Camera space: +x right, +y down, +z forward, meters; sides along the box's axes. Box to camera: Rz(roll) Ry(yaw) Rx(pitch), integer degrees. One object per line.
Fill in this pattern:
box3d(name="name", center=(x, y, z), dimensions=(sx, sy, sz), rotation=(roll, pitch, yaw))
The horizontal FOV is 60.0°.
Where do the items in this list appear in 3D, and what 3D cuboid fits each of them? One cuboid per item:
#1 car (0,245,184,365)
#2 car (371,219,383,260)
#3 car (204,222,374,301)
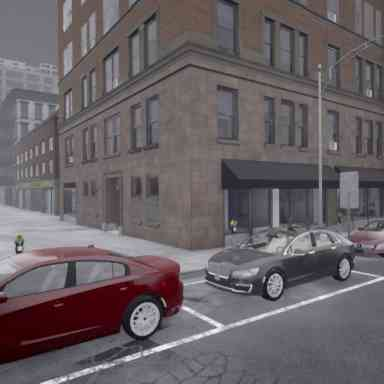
box3d(name="car", center=(-2.242, 1.544, 4.942), dimensions=(4.507, 1.381, 1.887), rotation=(0, -1, -36))
box3d(name="car", center=(6.839, 1.580, 11.439), dimensions=(4.206, 1.307, 1.802), rotation=(0, -1, -36))
box3d(name="car", center=(2.298, 1.549, 8.191), dimensions=(4.403, 1.369, 2.008), rotation=(0, -1, -36))
